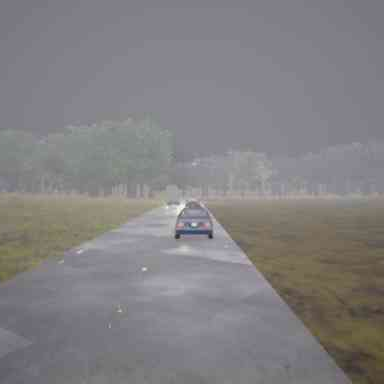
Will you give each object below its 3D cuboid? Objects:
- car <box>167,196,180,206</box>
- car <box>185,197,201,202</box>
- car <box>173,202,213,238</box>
[{"bbox_3d":[-2.749,1.342,50.054,1.837,1.490,4.892,0,0,0],"label":"car"},{"bbox_3d":[0.100,1.385,40.062,1.812,1.442,4.674,0,0,0],"label":"car"},{"bbox_3d":[0.099,1.490,17.296,2.033,1.411,5.357,0,0,0],"label":"car"}]
